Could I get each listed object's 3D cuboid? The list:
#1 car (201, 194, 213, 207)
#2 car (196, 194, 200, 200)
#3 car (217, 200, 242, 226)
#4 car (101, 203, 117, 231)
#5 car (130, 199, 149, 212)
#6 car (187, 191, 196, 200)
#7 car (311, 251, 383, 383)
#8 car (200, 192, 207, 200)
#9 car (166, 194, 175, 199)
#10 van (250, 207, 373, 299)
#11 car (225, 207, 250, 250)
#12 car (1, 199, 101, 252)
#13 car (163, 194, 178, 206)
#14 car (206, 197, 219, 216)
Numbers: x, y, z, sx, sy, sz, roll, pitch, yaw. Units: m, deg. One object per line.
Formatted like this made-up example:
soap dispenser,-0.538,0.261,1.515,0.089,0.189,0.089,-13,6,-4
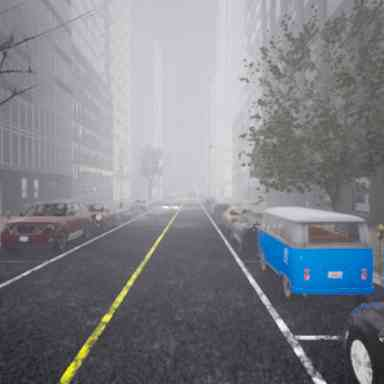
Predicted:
car,2.671,1.365,47.962,1.947,1.339,4.313,0,0,0
car,2.661,0.980,76.451,2.192,1.841,5.009,0,0,0
car,2.680,1.445,19.642,1.752,1.417,4.829,0,0,0
car,-5.702,1.362,19.475,1.967,1.590,4.097,0,0,0
car,-5.706,1.432,36.569,1.802,1.307,4.206,0,0,0
car,-0.022,0.699,77.775,2.150,2.045,5.566,0,0,0
car,2.685,1.540,2.378,2.008,1.369,4.403,0,0,0
car,2.981,1.208,63.153,1.882,1.535,5.008,0,0,0
car,-5.721,1.160,87.848,2.008,1.369,4.403,0,0,0
van,2.682,1.308,8.075,1.690,1.788,3.998,0,0,0
car,2.682,1.510,13.774,1.947,1.339,4.313,0,0,0
car,-5.701,1.261,13.777,2.192,1.841,5.009,0,0,0
car,-3.090,1.392,49.989,1.895,1.301,4.718,0,0,0
car,2.676,1.423,30.867,2.008,1.369,4.403,0,0,0
